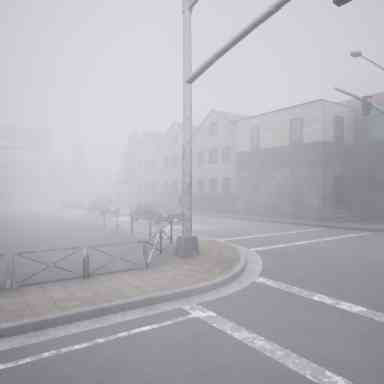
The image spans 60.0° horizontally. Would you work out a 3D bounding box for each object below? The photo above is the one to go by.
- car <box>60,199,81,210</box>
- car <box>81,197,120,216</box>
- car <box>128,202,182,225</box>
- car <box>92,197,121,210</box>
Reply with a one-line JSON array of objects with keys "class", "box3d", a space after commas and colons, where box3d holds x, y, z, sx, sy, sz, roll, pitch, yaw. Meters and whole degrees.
[{"class": "car", "box3d": [-14.109, 1.425, 39.269, 1.895, 1.301, 4.718, 0, 0, -35]}, {"class": "car", "box3d": [-8.291, 1.315, 30.995, 2.128, 1.511, 4.902, 0, 0, -35]}, {"class": "car", "box3d": [-2.549, 1.371, 22.874, 2.033, 1.411, 5.357, 0, 0, -35]}, {"class": "car", "box3d": [-10.476, 1.329, 40.454, 1.837, 1.490, 4.892, 0, 0, -35]}]
